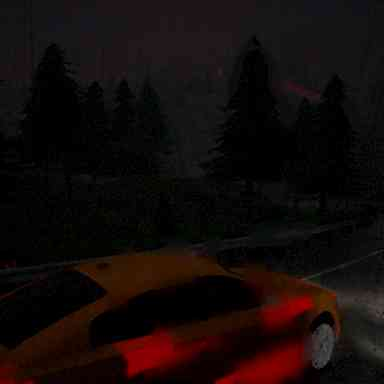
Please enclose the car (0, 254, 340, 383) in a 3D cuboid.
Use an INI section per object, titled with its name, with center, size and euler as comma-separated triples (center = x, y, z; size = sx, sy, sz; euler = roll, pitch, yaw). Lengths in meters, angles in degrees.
[car]
center = -0.241, 1.484, 3.858
size = 5.008, 1.535, 1.882
euler = 0, 0, -37
